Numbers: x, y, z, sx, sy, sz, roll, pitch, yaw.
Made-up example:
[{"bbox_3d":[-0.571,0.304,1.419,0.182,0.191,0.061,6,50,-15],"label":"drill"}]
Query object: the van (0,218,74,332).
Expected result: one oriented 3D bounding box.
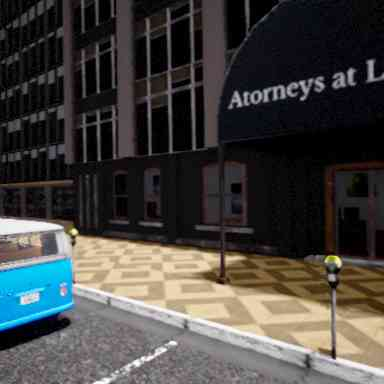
[{"bbox_3d":[-3.888,1.390,6.158,3.998,1.788,1.690,-1,0,38],"label":"van"}]
